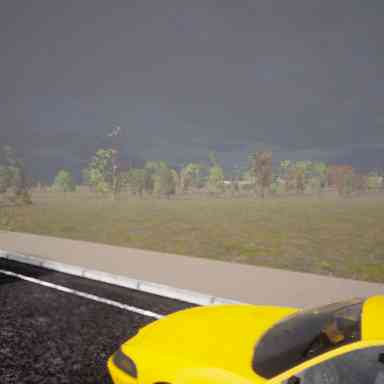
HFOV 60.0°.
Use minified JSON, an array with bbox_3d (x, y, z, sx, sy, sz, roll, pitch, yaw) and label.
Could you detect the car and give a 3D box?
[{"bbox_3d":[1.660,1.456,2.378,5.366,1.575,1.801,0,0,35],"label":"car"}]
